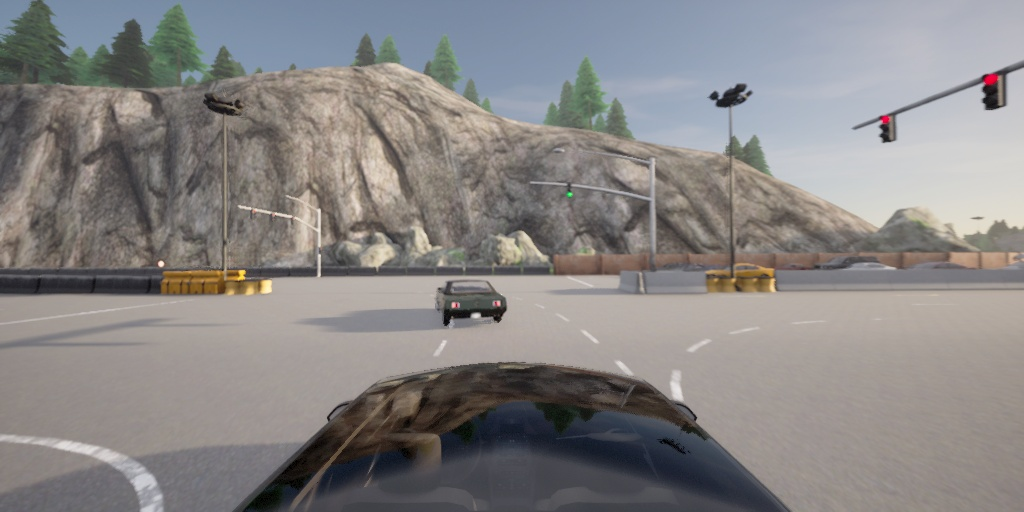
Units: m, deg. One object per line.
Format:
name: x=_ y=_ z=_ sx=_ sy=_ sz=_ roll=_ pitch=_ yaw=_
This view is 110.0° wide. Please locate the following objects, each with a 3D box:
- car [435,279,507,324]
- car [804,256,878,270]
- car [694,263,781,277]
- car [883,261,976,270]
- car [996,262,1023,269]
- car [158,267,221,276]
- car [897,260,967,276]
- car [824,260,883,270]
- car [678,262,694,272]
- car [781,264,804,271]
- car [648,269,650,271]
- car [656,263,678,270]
car: x=-1.631 y=1.451 z=12.500 sx=1.895 sy=1.301 sz=4.718 roll=0 pitch=0 yaw=-15
car: x=31.527 y=1.017 z=33.889 sx=5.566 sy=2.045 sz=2.150 roll=0 pitch=0 yaw=1
car: x=16.906 y=1.316 z=27.049 sx=5.008 sy=1.535 sz=1.882 roll=-1 pitch=0 yaw=1
car: x=31.578 y=1.215 z=26.913 sx=5.008 sy=1.535 sz=1.882 roll=0 pitch=0 yaw=0
car: x=43.751 y=1.210 z=30.414 sx=4.674 sy=1.442 sz=1.812 roll=-1 pitch=0 yaw=-1
car: x=-24.434 y=1.616 z=27.436 sx=4.892 sy=1.490 sz=1.837 roll=0 pitch=-1 yaw=1
car: x=43.665 y=1.234 z=37.370 sx=4.902 sy=1.511 sz=2.128 roll=0 pitch=0 yaw=-1
car: x=29.809 y=1.305 z=30.421 sx=4.674 sy=1.442 sz=1.812 roll=-1 pitch=0 yaw=1
car: x=17.486 y=1.411 z=30.542 sx=5.357 sy=1.411 sz=2.033 roll=0 pitch=0 yaw=1
car: x=28.797 y=1.444 z=37.423 sx=4.718 sy=1.301 sz=1.895 roll=0 pitch=0 yaw=1
car: x=16.805 y=1.431 z=37.545 sx=4.892 sy=1.490 sz=1.837 roll=0 pitch=0 yaw=1
car: x=16.787 y=1.389 z=34.046 sx=4.902 sy=1.511 sz=2.128 roll=0 pitch=0 yaw=1
